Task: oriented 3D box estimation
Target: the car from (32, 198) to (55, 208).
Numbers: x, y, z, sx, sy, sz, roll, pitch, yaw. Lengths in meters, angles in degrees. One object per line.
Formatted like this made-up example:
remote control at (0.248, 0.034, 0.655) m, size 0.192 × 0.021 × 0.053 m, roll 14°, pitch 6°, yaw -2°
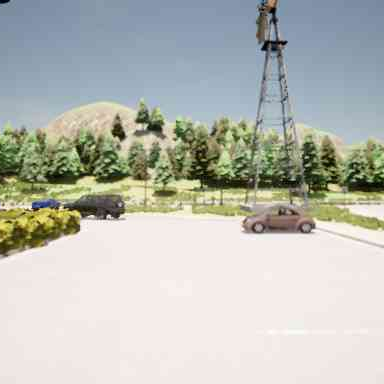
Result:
car at (-17.636, 1.480, 40.701) m, size 1.882 × 1.535 × 5.008 m, roll 0°, pitch 0°, yaw 0°

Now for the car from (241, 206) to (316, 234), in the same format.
car at (4.688, 1.492, 18.375) m, size 3.905 × 1.438 × 1.784 m, roll 0°, pitch 0°, yaw -1°

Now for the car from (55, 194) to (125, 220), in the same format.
car at (-8.225, 1.210, 27.600) m, size 5.566 × 2.045 × 2.150 m, roll -1°, pitch 0°, yaw 22°
